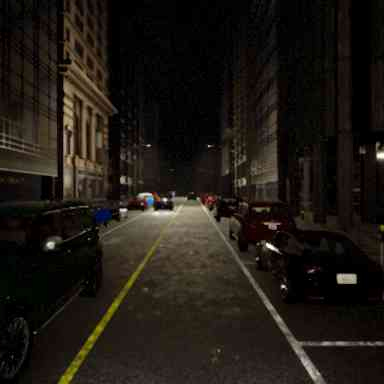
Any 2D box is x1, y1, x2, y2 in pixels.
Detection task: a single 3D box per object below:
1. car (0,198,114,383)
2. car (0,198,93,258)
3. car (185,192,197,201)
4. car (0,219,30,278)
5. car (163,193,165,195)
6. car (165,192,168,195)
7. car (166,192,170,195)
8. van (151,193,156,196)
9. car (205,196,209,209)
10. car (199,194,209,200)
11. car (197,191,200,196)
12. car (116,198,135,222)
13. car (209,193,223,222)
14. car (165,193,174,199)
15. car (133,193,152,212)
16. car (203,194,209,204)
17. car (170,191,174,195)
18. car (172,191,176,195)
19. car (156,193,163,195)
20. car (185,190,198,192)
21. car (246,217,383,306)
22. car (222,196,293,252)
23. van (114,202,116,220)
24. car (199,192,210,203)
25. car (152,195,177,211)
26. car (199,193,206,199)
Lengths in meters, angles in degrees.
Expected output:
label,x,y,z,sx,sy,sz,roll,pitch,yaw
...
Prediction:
label,x,y,z,sx,sy,sz,roll,pitch,yaw
car,-3.094,1.196,5.579,2.150,2.045,5.566,0,0,0
car,-5.848,1.246,13.454,2.192,1.841,5.009,1,0,0
car,0.004,1.142,67.863,1.994,1.385,4.181,0,0,0
car,-5.850,1.506,7.830,1.887,1.381,4.507,1,0,0
car,-5.847,1.236,52.828,2.008,1.369,4.403,1,0,0
car,-5.846,1.192,58.453,1.887,1.381,4.507,1,0,0
car,-5.846,1.135,63.907,1.752,1.417,4.829,1,0,0
van,-5.845,1.100,41.578,1.690,1.788,3.998,1,0,0
car,2.678,1.377,35.951,1.802,1.307,4.206,1,0,0
car,2.681,1.080,75.321,2.008,1.369,4.403,1,0,0
car,2.682,0.923,64.071,2.192,1.841,5.009,1,0,0
car,-5.849,1.417,24.705,2.008,1.369,4.403,1,0,0
car,2.679,1.181,24.700,2.192,1.841,5.009,1,0,0
car,-5.845,1.002,86.575,2.008,1.369,4.403,1,0,0
car,-5.847,1.236,35.954,1.967,1.590,4.097,1,0,0
car,2.678,1.304,41.575,1.887,1.381,4.507,1,0,0
car,-5.845,1.075,75.326,1.887,1.381,4.507,1,0,0
car,-5.842,0.806,80.949,2.192,1.841,5.009,1,0,0
car,-5.845,1.037,47.202,2.192,1.841,5.009,1,0,0
car,0.004,0.870,77.865,2.128,1.511,4.902,0,0,0
car,2.675,1.526,7.828,1.947,1.339,4.313,1,0,0
car,2.678,1.246,13.451,2.192,1.841,5.009,1,0,0
van,-5.847,1.241,19.079,1.690,1.788,3.998,1,0,0
car,2.681,1.000,52.822,2.192,1.841,5.009,1,0,0
car,-3.003,1.358,36.315,1.994,1.385,4.181,0,0,0
car,2.680,1.033,86.571,1.802,1.307,4.206,1,0,0
